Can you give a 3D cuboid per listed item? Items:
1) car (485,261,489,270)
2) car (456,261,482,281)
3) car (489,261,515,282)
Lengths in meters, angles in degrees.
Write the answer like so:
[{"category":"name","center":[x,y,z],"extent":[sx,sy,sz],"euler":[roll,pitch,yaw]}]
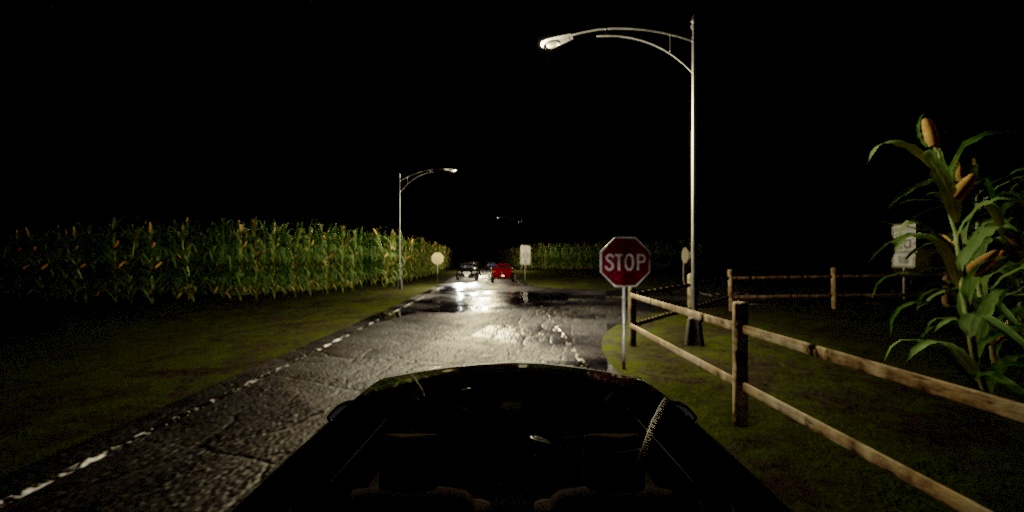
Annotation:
[{"category":"car","center":[-3.591,1.555,60.910],"extent":[2.033,1.411,5.357],"euler":[0,0,-7]},{"category":"car","center":[-3.901,1.363,32.072],"extent":[2.128,1.511,4.902],"euler":[0,0,-3]},{"category":"car","center":[-0.852,1.389,30.538],"extent":[1.812,1.442,4.674],"euler":[0,0,-3]}]
